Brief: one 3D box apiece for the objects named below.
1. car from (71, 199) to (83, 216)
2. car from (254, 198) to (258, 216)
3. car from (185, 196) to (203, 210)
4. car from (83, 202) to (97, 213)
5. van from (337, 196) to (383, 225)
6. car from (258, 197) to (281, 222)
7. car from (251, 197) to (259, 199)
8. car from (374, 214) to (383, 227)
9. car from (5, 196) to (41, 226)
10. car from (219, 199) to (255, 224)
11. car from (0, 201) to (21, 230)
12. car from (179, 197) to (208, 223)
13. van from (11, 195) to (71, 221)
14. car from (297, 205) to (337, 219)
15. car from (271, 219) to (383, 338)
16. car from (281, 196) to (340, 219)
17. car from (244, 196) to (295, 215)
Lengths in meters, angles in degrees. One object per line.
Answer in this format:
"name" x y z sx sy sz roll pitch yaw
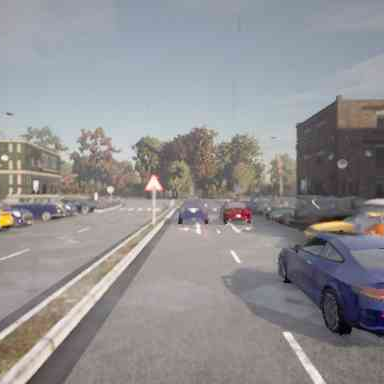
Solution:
"car" -12.551 1.312 29.452 4.553 1.767 2.185 0 0 0
"car" 7.634 1.474 27.531 4.674 1.452 2.002 0 0 0
"car" 0.304 1.359 41.349 1.882 1.535 5.008 0 0 3
"car" -12.487 1.434 34.888 4.792 1.488 2.163 0 0 0
"van" 7.522 1.235 10.982 4.442 1.987 1.878 0 0 0
"car" 7.606 1.317 24.773 4.553 1.767 2.185 0 0 0
"car" 7.642 1.424 30.287 5.008 1.535 2.097 0 0 0
"car" 7.645 1.464 8.225 5.008 1.535 2.097 0 0 0
"car" -12.556 1.332 21.108 4.553 1.767 2.185 0 0 0
"car" 3.109 1.441 24.647 1.882 1.535 5.008 0 0 0
"car" -12.522 1.458 18.204 5.008 1.535 2.097 0 0 0
"car" 0.097 1.315 25.063 2.097 1.767 4.553 0 0 0
"van" -12.405 1.224 26.544 4.442 1.987 1.878 0 0 0
"car" 7.453 1.455 13.740 5.366 1.575 1.946 0 0 0
"car" 3.100 1.512 6.569 1.812 1.442 4.674 0 0 0
"car" 7.667 1.204 16.497 5.566 2.045 2.435 0 0 0
"car" 7.605 1.285 33.049 4.553 1.767 2.185 0 0 0
